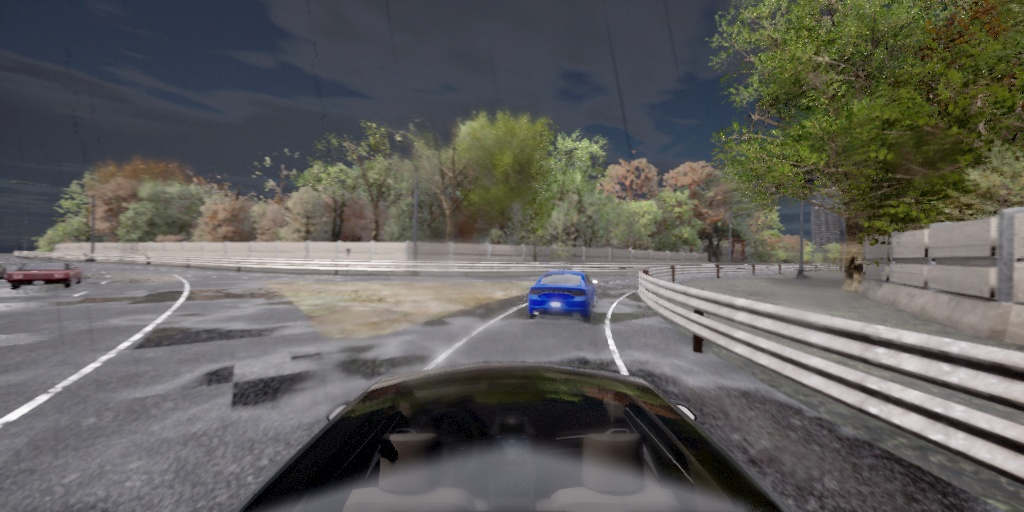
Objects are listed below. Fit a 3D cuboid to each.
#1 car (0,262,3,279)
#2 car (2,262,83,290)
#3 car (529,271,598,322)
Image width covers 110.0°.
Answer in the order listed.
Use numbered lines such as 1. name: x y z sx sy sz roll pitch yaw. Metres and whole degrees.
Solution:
1. car: -31.726 0.792 21.117 4.181 1.385 1.994 1 0 42
2. car: -23.987 0.954 18.616 1.895 1.301 4.718 1 0 -44
3. car: 1.921 1.246 12.627 1.882 1.535 5.008 0 0 16
